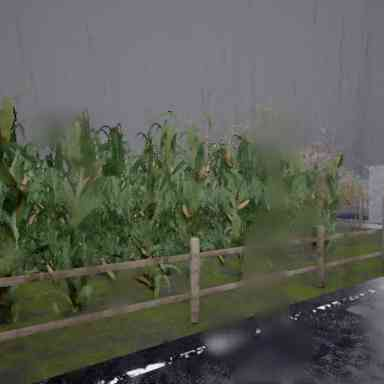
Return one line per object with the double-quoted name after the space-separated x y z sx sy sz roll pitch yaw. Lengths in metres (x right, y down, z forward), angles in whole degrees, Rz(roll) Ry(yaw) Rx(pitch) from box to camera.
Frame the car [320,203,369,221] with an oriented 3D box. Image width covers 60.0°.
13.092 1.643 27.175 2.033 1.411 5.357 0 0 -35 "car"
